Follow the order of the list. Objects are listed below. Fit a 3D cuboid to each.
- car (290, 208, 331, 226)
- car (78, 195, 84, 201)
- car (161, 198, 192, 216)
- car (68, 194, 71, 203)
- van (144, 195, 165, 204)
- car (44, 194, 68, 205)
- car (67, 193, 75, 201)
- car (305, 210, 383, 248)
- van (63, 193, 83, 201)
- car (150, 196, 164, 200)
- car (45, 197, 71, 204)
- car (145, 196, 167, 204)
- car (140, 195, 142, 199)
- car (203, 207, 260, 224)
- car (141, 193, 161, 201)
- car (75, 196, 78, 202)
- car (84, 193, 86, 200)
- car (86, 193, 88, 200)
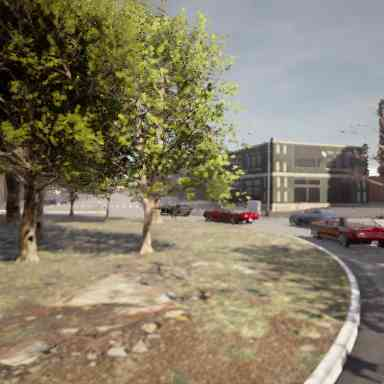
[{"bbox_3d":[8.709,1.783,23.246,1.994,1.385,4.181,0,-1,-19],"label":"car"},{"bbox_3d":[-29.752,1.367,79.982,5.566,2.045,2.435,0,0,-10],"label":"car"},{"bbox_3d":[-2.026,1.783,36.316,2.128,1.511,4.902,0,0,-40],"label":"car"},{"bbox_3d":[-27.435,1.676,66.390,5.008,1.535,2.097,0,0,-10],"label":"car"},{"bbox_3d":[-8.290,1.599,73.416,4.442,1.987,1.878,0,0,-10],"label":"van"},{"bbox_3d":[-26.938,1.555,63.672,4.553,1.767,2.185,0,0,-10],"label":"car"},{"bbox_3d":[-28.316,1.534,71.832,4.553,1.767,2.185,0,0,-10],"label":"car"},{"bbox_3d":[7.328,1.777,15.727,1.895,1.301,4.718,0,0,-3],"label":"car"},{"bbox_3d":[-30.528,1.363,85.444,4.442,1.987,1.878,0,0,-10],"label":"van"},{"bbox_3d":[-6.822,1.863,65.203,4.792,1.488,2.163,0,0,-10],"label":"car"},{"bbox_3d":[-27.886,1.708,69.109,4.674,1.452,2.002,0,0,-10],"label":"car"},{"bbox_3d":[-7.662,1.706,70.573,4.553,1.767,2.185,0,0,-10],"label":"car"},{"bbox_3d":[-10.429,1.496,87.022,5.566,2.045,2.435,0,0,-10],"label":"car"},{"bbox_3d":[3.053,1.845,26.917,1.895,1.301,4.718,1,-1,-39],"label":"car"},{"bbox_3d":[-11.428,1.462,92.618,5.566,2.045,2.435,0,0,-10],"label":"car"},{"bbox_3d":[-28.814,1.650,74.550,4.892,1.521,2.231,0,0,-10],"label":"car"},{"bbox_3d":[-30.003,1.602,82.737,5.366,1.575,1.946,0,0,-10],"label":"car"},{"bbox_3d":[-31.109,1.574,88.143,5.008,1.535,2.097,0,0,-10],"label":"car"}]
